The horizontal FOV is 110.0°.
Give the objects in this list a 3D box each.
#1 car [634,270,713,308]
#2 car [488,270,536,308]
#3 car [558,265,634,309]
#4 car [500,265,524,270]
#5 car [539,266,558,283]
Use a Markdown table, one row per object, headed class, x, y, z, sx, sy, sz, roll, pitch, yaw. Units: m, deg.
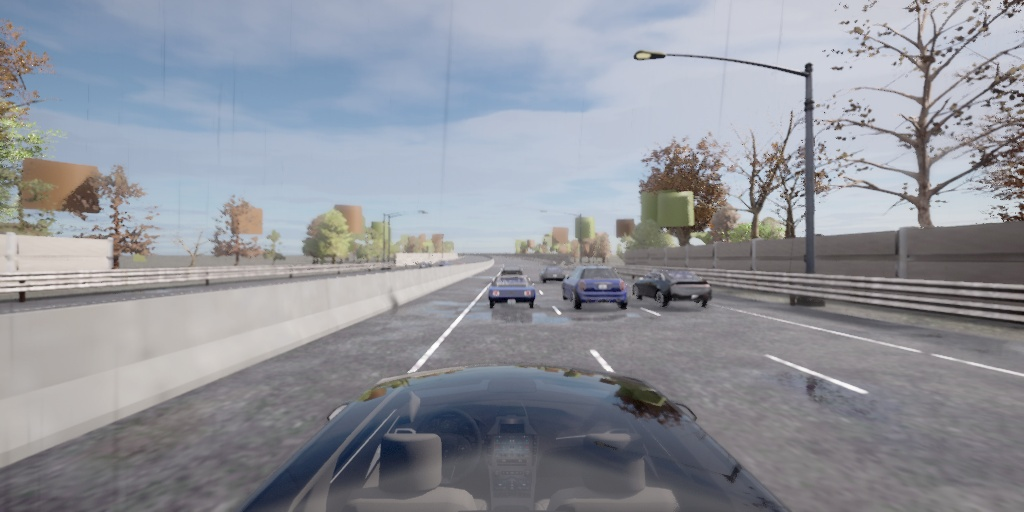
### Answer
| class | x | y | z | sx | sy | sz | roll | pitch | yaw |
| --- | --- | --- | --- | --- | --- | --- | --- | --- | --- |
| car | 6.998 | 1.378 | 16.152 | 2.128 | 1.511 | 4.902 | 0 | 0 | 0 |
| car | -0.005 | 1.484 | 15.958 | 1.895 | 1.301 | 4.718 | 0 | 0 | 0 |
| car | 3.497 | 1.233 | 15.935 | 2.097 | 1.767 | 4.553 | 0 | -1 | 0 |
| car | -0.008 | 1.504 | 31.328 | 1.882 | 1.535 | 5.008 | 0 | 0 | 0 |
| car | 3.490 | 1.589 | 31.116 | 1.994 | 1.385 | 4.181 | 0 | 0 | 0 |
